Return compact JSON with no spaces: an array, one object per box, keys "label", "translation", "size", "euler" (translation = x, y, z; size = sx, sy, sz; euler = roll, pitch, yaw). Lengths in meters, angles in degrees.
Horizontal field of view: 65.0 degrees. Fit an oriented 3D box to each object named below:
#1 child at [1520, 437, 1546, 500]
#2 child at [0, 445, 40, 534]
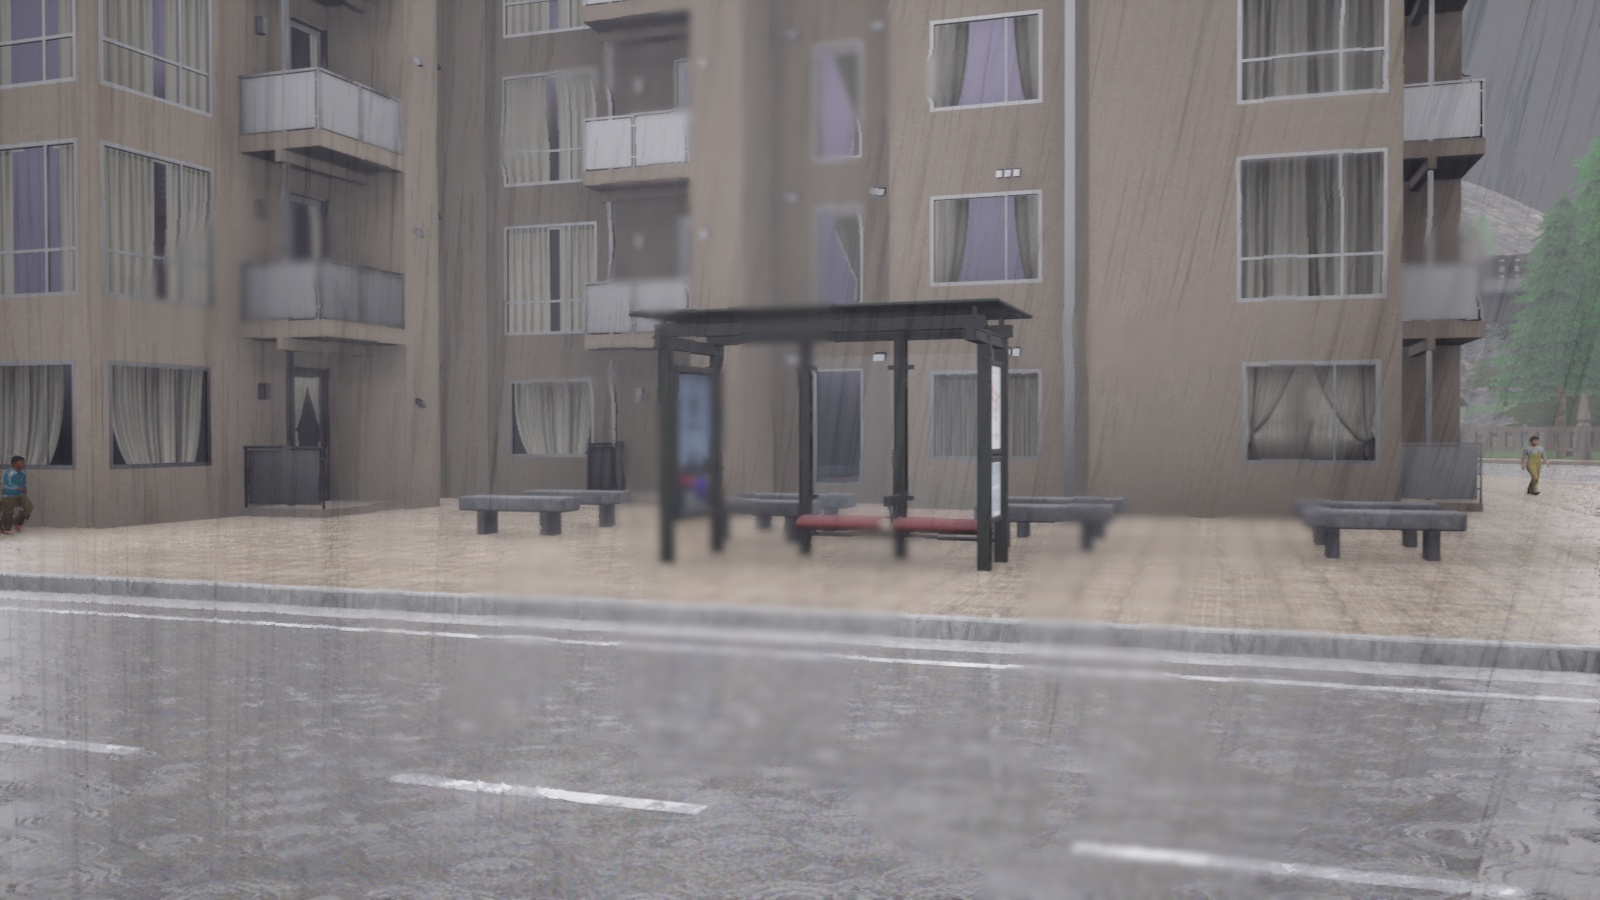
[{"label":"child","translation":[14.853,0.361,25.452],"size":[0.270,1.263,0.437],"euler":[0,1,4]},{"label":"child","translation":[-10.680,0.527,17.099],"size":[0.448,1.192,0.343],"euler":[1,1,17]}]
